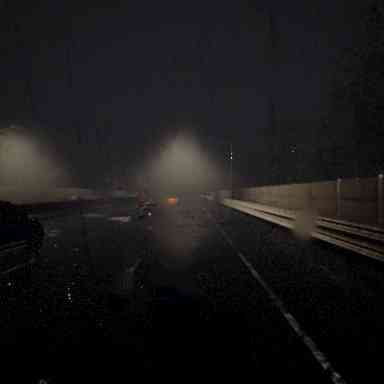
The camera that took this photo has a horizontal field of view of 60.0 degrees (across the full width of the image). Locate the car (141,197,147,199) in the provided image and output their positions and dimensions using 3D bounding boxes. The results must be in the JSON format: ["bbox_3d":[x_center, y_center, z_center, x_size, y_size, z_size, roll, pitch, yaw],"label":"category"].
[{"bbox_3d":[-6.894,1.567,50.332,1.882,1.535,5.008,0,0,0],"label":"car"}]

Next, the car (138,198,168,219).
[{"bbox_3d":[-3.396,1.567,29.188,1.812,1.442,4.674,0,0,0],"label":"car"}]

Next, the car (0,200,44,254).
[{"bbox_3d":[-6.900,1.236,10.756,2.150,2.045,5.566,0,0,0],"label":"car"}]

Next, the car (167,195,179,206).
[{"bbox_3d":[-3.393,1.464,59.261,2.097,1.767,4.553,0,0,0],"label":"car"}]
